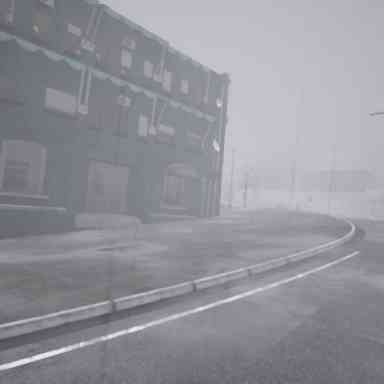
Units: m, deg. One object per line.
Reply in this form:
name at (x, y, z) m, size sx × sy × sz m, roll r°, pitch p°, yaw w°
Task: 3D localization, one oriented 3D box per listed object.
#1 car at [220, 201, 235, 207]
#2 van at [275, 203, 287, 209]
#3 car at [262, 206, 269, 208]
car at (3.049, 1.739, 46.288) m, size 4.892 × 1.490 × 1.837 m, roll 0°, pitch -6°, yaw 39°
van at (15.458, 3.035, 57.853) m, size 1.878 × 1.987 × 4.442 m, roll 2°, pitch -5°, yaw 19°
car at (13.147, 3.345, 59.800) m, size 2.002 × 1.452 × 4.674 m, roll 1°, pitch -6°, yaw 19°
